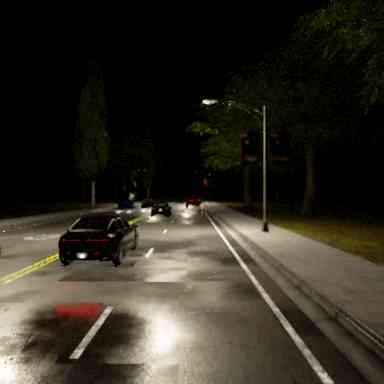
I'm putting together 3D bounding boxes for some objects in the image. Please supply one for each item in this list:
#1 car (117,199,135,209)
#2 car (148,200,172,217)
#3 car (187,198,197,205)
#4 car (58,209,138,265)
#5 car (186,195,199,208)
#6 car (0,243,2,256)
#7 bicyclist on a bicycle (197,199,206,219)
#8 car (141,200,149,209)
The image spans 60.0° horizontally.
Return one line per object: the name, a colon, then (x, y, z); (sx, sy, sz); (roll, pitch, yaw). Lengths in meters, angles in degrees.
car: (-9.825, 1.822, 49.524); (1.882, 1.535, 5.008); (0, 0, 0)
car: (-3.145, 1.808, 35.095); (1.994, 1.385, 4.181); (0, 0, 0)
car: (0.007, 2.055, 73.842); (2.033, 1.411, 5.357); (0, 0, 0)
car: (-3.148, 1.589, 11.943); (1.837, 1.490, 4.892); (0, 0, 0)
car: (0.098, 1.617, 57.179); (2.150, 2.045, 5.566); (0, -1, 1)
car: (-6.599, 1.584, 8.180); (1.812, 1.442, 4.674); (0, 0, 0)
bicyclist on a bicycle: (0.917, 1.646, 30.089); (0.866, 1.612, 1.509); (0, 0, 0)
car: (-6.569, 1.917, 50.767); (1.994, 1.385, 4.181); (0, 0, 0)
